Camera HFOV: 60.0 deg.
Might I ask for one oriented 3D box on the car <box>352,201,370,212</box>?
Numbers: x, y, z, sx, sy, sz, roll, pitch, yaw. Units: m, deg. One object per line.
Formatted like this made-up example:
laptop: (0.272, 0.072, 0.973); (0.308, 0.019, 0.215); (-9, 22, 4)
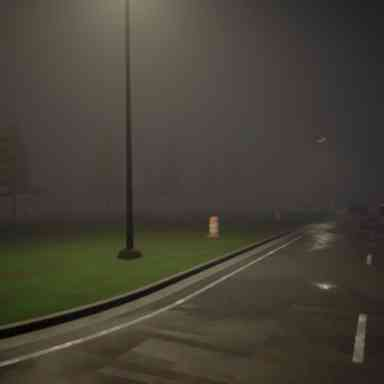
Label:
car: (24.809, 2.092, 48.755); (2.033, 1.411, 5.357); (-1, -1, 29)

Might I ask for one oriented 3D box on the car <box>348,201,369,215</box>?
car: (19.763, 1.927, 39.572); (1.882, 1.535, 5.008); (-1, -1, 29)

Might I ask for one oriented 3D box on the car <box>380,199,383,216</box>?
car: (22.757, 1.593, 37.753); (2.150, 2.045, 5.566); (-1, -1, 31)

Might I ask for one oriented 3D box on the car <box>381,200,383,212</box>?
car: (27.868, 1.946, 47.058); (1.882, 1.535, 5.008); (-1, -1, 29)
